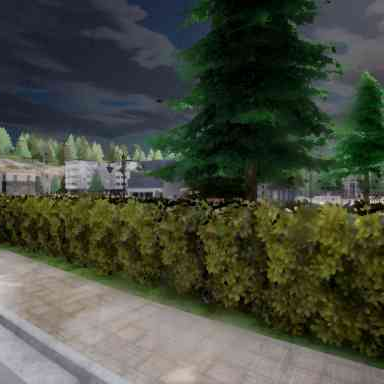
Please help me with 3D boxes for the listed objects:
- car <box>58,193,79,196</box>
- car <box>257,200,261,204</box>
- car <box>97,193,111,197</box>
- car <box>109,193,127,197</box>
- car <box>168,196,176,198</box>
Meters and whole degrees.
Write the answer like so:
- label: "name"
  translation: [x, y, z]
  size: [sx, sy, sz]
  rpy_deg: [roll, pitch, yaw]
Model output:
- label: "car"
  translation: [-28.384, 1.154, 79.464]
  size: [2.152, 1.636, 5.027]
  rpy_deg: [0, 0, 43]
- label: "car"
  translation: [9.633, 1.352, 44.218]
  size: [2.097, 1.767, 4.553]
  rpy_deg: [0, 0, 43]
- label: "car"
  translation: [-16.705, 1.097, 68.962]
  size: [1.932, 1.855, 4.605]
  rpy_deg: [0, 0, 43]
- label: "car"
  translation: [-10.580, 1.384, 52.743]
  size: [1.970, 1.475, 3.806]
  rpy_deg: [0, 0, 43]
- label: "car"
  translation: [-3.312, 1.374, 56.078]
  size: [1.845, 1.501, 3.633]
  rpy_deg: [0, 0, 43]
